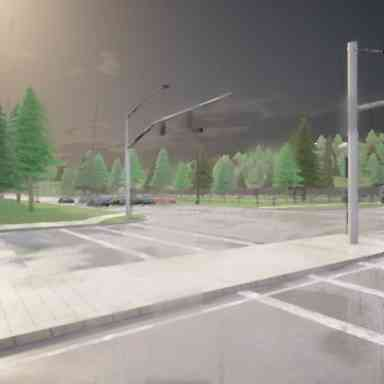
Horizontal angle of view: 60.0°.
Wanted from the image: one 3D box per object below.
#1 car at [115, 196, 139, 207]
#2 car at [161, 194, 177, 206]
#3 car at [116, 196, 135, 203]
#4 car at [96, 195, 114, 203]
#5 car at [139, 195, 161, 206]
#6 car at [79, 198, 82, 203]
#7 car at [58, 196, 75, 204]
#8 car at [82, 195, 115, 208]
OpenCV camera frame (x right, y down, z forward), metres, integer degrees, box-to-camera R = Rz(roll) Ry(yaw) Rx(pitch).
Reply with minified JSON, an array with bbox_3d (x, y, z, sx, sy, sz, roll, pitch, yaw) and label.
[{"bbox_3d":[-10.179,1.411,48.248,2.033,1.411,5.357,0,0,-35],"label":"car"},{"bbox_3d":[-4.164,1.167,51.873,2.097,1.767,4.553,0,0,-35],"label":"car"},{"bbox_3d":[-12.910,1.414,64.467,1.895,1.301,4.718,0,0,-34],"label":"car"},{"bbox_3d":[-16.643,1.364,63.697,1.812,1.442,4.674,0,0,-35],"label":"car"},{"bbox_3d":[-7.241,1.386,50.156,2.033,1.411,5.357,0,0,-35],"label":"car"},{"bbox_3d":[-19.513,1.426,61.666,1.994,1.385,4.181,0,0,-35],"label":"car"},{"bbox_3d":[-22.828,1.434,60.311,2.033,1.411,5.357,0,0,-34],"label":"car"},{"bbox_3d":[-13.139,1.435,46.371,2.033,1.411,5.357,0,0,-35],"label":"car"}]
